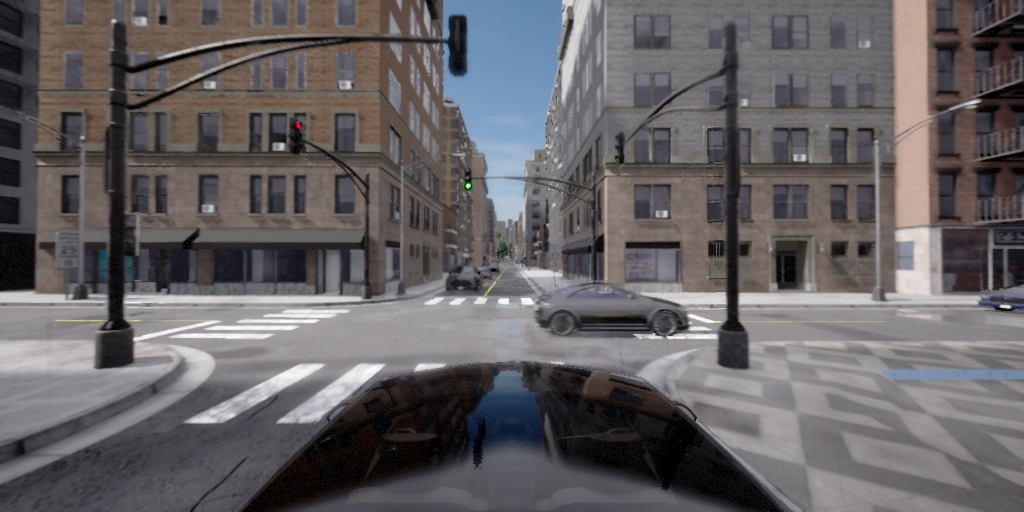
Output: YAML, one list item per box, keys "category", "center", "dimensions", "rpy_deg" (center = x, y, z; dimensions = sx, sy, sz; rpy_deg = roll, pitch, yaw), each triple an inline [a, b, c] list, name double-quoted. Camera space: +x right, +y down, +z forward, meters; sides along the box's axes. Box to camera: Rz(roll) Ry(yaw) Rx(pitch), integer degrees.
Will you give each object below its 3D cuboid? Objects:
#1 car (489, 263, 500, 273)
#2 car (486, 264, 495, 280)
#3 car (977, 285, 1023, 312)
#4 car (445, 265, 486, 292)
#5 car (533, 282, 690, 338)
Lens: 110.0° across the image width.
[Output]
- category: "car"
  center: [-3.105, 1.905, 59.599]
  dimensions: [2.097, 1.767, 4.553]
  rpy_deg: [0, -1, 0]
- category: "car"
  center: [-3.157, 1.814, 37.744]
  dimensions: [1.994, 1.385, 4.181]
  rpy_deg: [0, -1, 0]
- category: "car"
  center: [21.076, 1.506, 13.405]
  dimensions: [5.357, 1.411, 2.033]
  rpy_deg: [0, -1, 0]
- category: "car"
  center: [-3.137, 1.417, 24.250]
  dimensions: [2.097, 1.767, 4.553]
  rpy_deg: [0, -1, 0]
- category: "car"
  center: [2.708, 1.446, 10.219]
  dimensions: [4.181, 1.385, 1.994]
  rpy_deg: [0, -1, 0]
